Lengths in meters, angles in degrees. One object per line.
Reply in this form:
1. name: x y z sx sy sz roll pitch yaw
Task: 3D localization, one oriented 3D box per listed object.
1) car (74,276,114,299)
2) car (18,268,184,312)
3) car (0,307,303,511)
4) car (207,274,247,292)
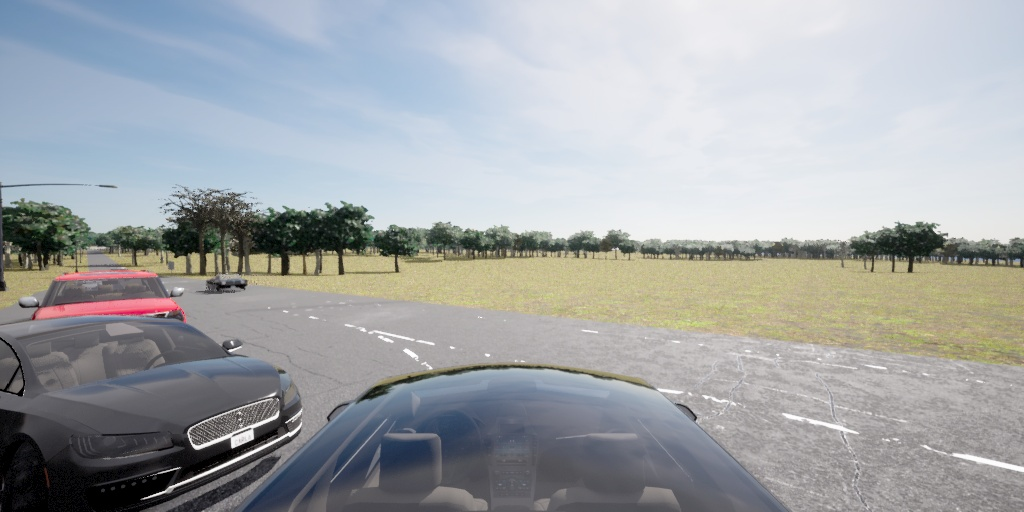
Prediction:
1. car: -31.220 2.269 26.793 4.674 1.442 1.812 -2 0 40
2. car: -9.578 1.385 8.536 5.566 2.045 2.150 -2 0 40
3. car: -4.608 1.445 3.953 4.892 1.490 1.837 -3 -3 20
4. car: -23.435 2.154 29.368 4.718 1.301 1.895 -2 0 40
